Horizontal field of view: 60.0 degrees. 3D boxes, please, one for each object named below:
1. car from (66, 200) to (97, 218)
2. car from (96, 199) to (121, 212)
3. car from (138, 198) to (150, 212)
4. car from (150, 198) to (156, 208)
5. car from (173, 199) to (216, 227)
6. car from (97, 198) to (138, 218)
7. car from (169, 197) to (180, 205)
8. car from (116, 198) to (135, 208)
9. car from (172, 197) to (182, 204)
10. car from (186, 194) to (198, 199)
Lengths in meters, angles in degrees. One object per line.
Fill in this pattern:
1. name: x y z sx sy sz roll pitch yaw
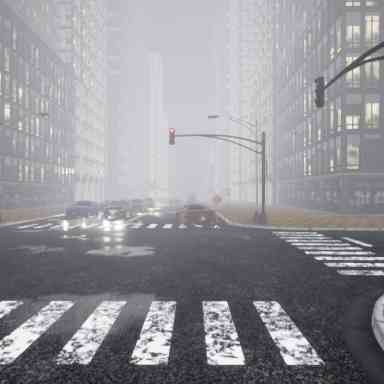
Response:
1. car: -9.863 1.503 30.395 1.882 1.535 5.008 0 0 0
2. car: -9.861 1.607 39.528 1.994 1.385 4.181 0 0 0
3. car: -6.611 1.521 39.674 1.882 1.535 5.008 0 0 0
4. car: -6.609 1.594 49.721 1.812 1.442 4.674 0 0 0
5. car: 0.200 1.492 22.851 1.882 1.535 5.008 -1 0 -12
6. car: -6.609 1.517 30.147 2.128 1.511 4.902 0 0 0
7. car: -3.169 1.592 60.025 2.128 1.511 4.902 0 0 0
8. car: -9.854 1.631 49.452 1.994 1.385 4.181 0 0 0
9. car: -3.202 1.703 70.353 1.994 1.385 4.181 0 0 0
10. car: -0.017 1.606 60.181 1.837 1.490 4.892 0 0 0
